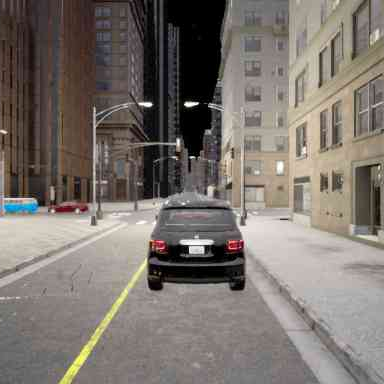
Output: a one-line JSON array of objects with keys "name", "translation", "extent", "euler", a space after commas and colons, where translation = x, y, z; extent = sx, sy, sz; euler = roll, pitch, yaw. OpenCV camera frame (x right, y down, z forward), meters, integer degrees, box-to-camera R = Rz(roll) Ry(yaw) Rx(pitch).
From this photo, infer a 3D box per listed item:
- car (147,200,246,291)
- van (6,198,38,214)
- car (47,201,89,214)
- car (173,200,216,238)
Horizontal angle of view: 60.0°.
[{"name": "car", "translation": [0.113, 1.223, 9.169], "extent": [2.150, 2.045, 5.566], "euler": [0, 0, 0]}, {"name": "van", "translation": [-19.553, 1.588, 37.536], "extent": [3.998, 1.788, 1.690], "euler": [-1, 0, 0]}, {"name": "car", "translation": [-13.926, 1.724, 37.508], "extent": [4.507, 1.381, 1.887], "euler": [-1, 0, 0]}, {"name": "car", "translation": [0.121, 1.357, 18.618], "extent": [2.097, 1.767, 4.553], "euler": [0, 0, 0]}]
